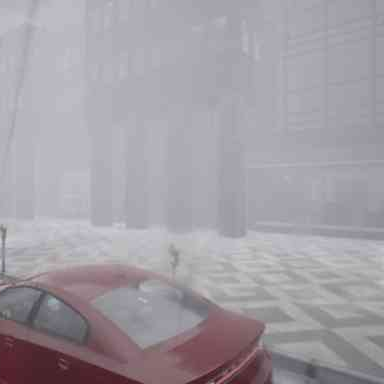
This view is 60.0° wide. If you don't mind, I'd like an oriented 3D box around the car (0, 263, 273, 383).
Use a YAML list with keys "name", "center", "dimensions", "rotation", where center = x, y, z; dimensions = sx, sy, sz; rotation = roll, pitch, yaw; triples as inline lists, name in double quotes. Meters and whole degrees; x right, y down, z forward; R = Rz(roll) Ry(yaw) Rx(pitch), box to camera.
- name: "car"
  center: [-1.342, 1.548, 3.920]
  dimensions: [4.507, 1.381, 1.887]
  rotation: [0, 0, 36]
